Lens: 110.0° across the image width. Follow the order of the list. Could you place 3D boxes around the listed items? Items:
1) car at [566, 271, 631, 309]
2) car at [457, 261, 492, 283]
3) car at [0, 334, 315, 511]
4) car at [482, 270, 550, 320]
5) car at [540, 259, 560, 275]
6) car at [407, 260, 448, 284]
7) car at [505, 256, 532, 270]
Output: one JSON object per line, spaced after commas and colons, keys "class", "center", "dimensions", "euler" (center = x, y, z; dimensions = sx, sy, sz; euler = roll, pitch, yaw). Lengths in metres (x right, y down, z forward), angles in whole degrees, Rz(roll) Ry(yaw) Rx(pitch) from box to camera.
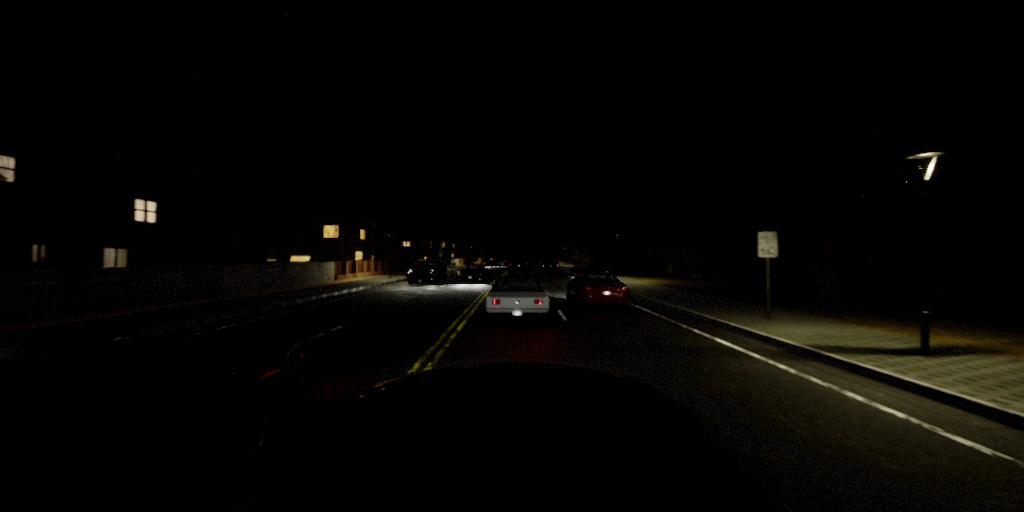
{"class": "car", "center": [3.473, 1.317, 15.009], "dimensions": [1.994, 1.385, 4.181], "euler": [0, 0, 1]}
{"class": "car", "center": [-2.921, 1.317, 27.329], "dimensions": [1.994, 1.385, 4.181], "euler": [0, 0, 2]}
{"class": "car", "center": [-3.341, 1.296, 2.042], "dimensions": [2.033, 1.411, 5.357], "euler": [0, 0, 0]}
{"class": "car", "center": [0.185, 1.353, 12.542], "dimensions": [1.895, 1.301, 4.718], "euler": [0, 0, 1]}
{"class": "car", "center": [4.203, 1.098, 40.126], "dimensions": [2.097, 1.767, 4.553], "euler": [0, 0, 3]}
{"class": "car", "center": [-6.196, 1.104, 26.609], "dimensions": [2.097, 1.767, 4.553], "euler": [0, 0, 2]}
{"class": "car", "center": [0.770, 0.974, 35.945], "dimensions": [2.150, 2.045, 5.566], "euler": [0, 0, 2]}
